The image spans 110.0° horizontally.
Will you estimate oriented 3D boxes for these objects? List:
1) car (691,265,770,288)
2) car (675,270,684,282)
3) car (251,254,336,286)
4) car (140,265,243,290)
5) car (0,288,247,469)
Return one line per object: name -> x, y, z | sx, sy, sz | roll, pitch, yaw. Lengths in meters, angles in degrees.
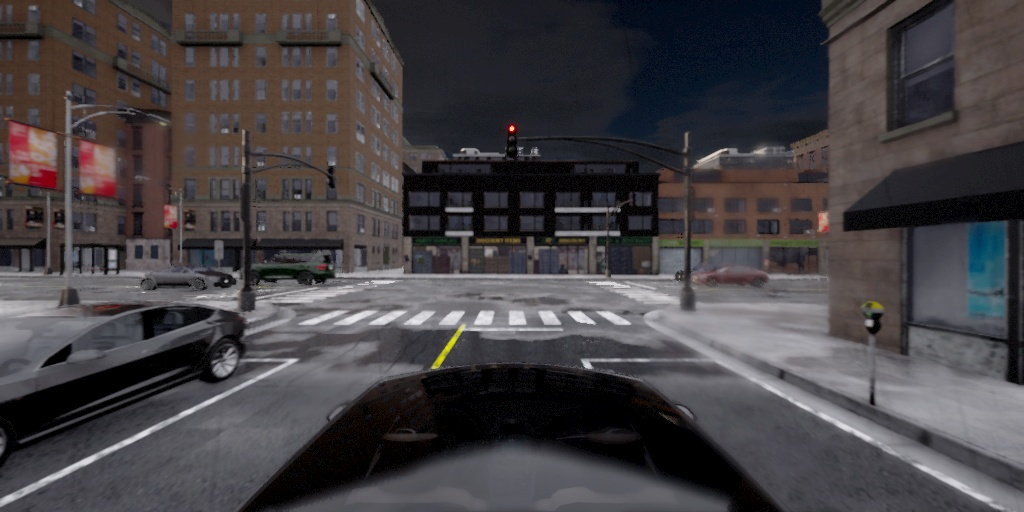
car -> 14.218, 1.310, 23.504 | 4.674, 1.442, 1.812 | 0, 0, 1
car -> 14.452, 1.340, 26.756 | 4.181, 1.385, 1.994 | 0, 0, 0
car -> -14.613, 0.863, 23.575 | 5.566, 2.045, 2.150 | 0, 0, -2
car -> -17.851, 1.198, 19.911 | 4.181, 1.385, 1.994 | 0, 0, 0
car -> -5.388, 1.310, 4.420 | 1.948, 1.339, 4.313 | 0, 0, 0
